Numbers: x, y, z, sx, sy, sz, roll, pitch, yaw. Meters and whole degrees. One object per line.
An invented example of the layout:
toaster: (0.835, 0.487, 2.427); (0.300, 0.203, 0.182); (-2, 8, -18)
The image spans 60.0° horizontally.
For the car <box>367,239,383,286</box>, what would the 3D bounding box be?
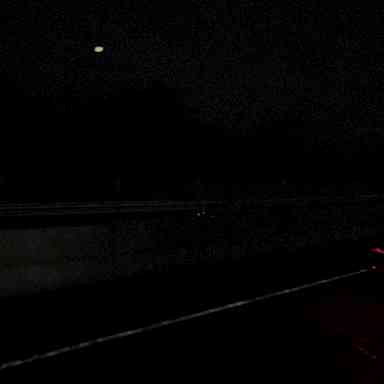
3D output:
car: (6.183, 1.487, 8.083); (4.902, 1.511, 2.128); (0, 0, -35)

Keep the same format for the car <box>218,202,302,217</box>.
car: (4.411, 1.526, 19.896); (5.357, 1.411, 2.033); (0, 0, -35)

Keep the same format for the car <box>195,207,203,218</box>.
car: (2.505, 1.469, 27.078); (4.892, 1.490, 1.837); (0, 0, -35)

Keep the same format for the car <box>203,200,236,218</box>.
car: (3.465, 1.476, 23.488); (4.892, 1.490, 1.837); (0, 0, -35)
